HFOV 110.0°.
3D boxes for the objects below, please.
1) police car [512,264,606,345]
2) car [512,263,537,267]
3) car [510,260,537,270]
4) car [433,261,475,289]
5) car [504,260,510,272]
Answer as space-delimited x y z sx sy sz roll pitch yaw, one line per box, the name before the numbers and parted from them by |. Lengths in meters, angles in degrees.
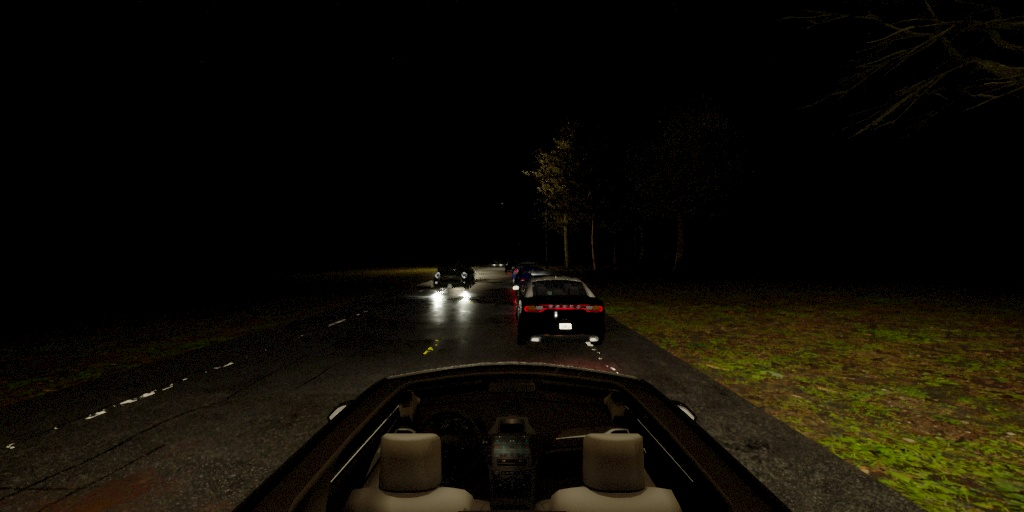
police car | 1.054 1.178 9.635 1.930 1.638 5.238 0 0 0
car | 1.057 1.294 19.526 1.812 1.442 4.674 0 0 0
car | 1.059 1.134 25.497 2.097 1.767 4.553 0 0 0
car | -3.592 1.128 22.958 2.097 1.767 4.553 0 0 0
car | 0.041 1.348 46.810 1.837 1.490 4.892 0 0 0
